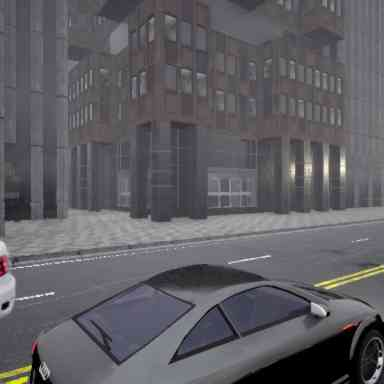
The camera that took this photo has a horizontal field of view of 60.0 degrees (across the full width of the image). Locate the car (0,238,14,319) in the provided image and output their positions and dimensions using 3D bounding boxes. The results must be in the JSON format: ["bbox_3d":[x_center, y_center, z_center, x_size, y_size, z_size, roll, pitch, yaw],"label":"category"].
[{"bbox_3d":[-5.210,1.222,3.904,5.566,2.045,2.150,0,0,-36],"label":"car"}]

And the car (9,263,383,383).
[{"bbox_3d":[0.451,1.563,3.800,4.181,1.385,1.994,0,0,-36],"label":"car"}]

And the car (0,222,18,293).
[{"bbox_3d":[-6.736,1.548,6.820,5.357,1.411,2.033,0,0,-36],"label":"car"}]
